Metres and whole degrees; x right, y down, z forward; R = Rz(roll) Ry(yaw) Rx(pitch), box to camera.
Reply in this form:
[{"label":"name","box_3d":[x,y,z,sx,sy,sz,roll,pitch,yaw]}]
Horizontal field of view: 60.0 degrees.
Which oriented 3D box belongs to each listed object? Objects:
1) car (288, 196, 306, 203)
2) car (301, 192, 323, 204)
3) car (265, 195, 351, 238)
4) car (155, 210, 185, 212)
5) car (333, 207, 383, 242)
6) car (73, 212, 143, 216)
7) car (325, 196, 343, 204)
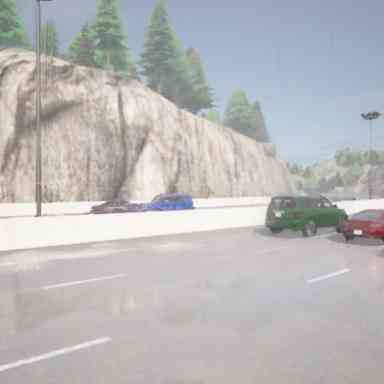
[{"label":"car","box_3d":[20.403,1.480,64.404,1.895,1.301,4.718,0,0,36]},{"label":"car","box_3d":[21.858,1.102,60.454,2.150,2.045,5.566,0,0,37]},{"label":"car","box_3d":[6.177,1.188,17.680,5.566,2.045,2.150,0,0,-40]},{"label":"car","box_3d":[-2.255,1.220,29.145,5.566,2.045,2.150,0,0,-41]},{"label":"car","box_3d":[8.573,1.483,15.172,4.674,1.442,1.812,0,0,-41]},{"label":"car","box_3d":[-5.425,1.617,21.979,4.718,1.301,1.895,0,0,-39]},{"label":"car","box_3d":[25.355,1.390,59.326,1.812,1.442,4.674,0,0,36]}]
